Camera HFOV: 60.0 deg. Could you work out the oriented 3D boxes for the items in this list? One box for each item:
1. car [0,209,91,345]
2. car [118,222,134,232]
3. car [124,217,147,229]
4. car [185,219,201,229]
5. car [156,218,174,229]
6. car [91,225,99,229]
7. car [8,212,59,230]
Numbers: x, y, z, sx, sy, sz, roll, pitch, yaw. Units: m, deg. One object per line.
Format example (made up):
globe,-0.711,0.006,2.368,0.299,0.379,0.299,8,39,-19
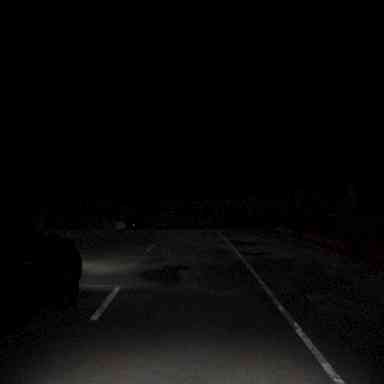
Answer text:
car,-3.402,1.236,4.705,2.150,2.045,5.566,0,0,0
car,-14.031,7.493,71.226,2.150,2.045,5.566,0,-7,0
car,-6.918,3.984,41.877,1.837,1.490,4.892,0,-7,0
car,0.081,4.133,42.564,1.994,1.385,4.181,0,-7,0
car,-3.419,4.081,42.455,1.812,1.442,4.674,0,-7,0
car,-21.032,7.985,73.002,1.812,1.442,4.674,0,-7,0
car,-14.112,2.635,30.010,2.033,1.411,5.357,0,-5,0
